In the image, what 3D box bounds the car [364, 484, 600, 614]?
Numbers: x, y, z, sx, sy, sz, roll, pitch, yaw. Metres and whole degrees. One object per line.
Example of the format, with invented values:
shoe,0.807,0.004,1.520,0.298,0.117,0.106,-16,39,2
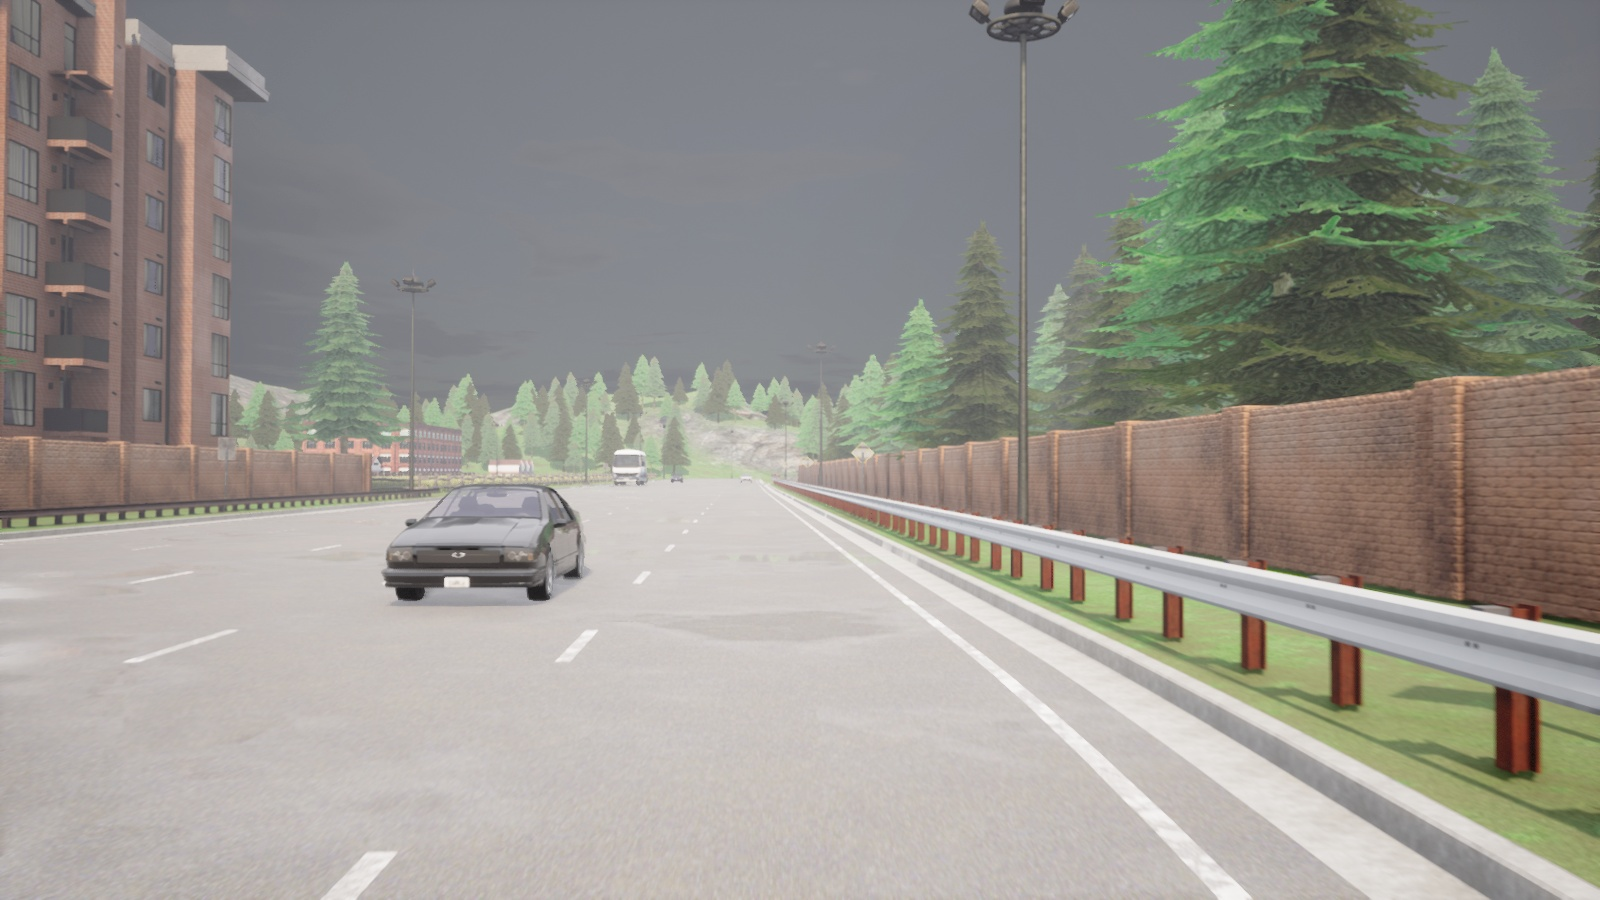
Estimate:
car,-4.000,1.184,16.825,2.033,1.411,5.357,0,-1,-3
